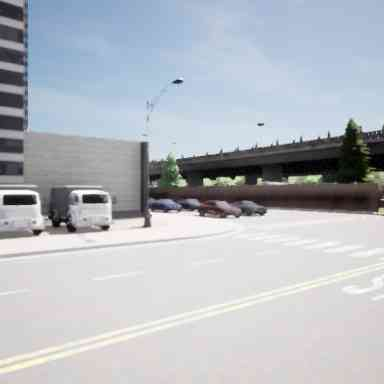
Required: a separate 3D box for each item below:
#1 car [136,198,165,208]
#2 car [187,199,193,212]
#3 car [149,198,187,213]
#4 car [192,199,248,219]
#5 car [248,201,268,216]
[{"bbox_3d":[-5.882,1.536,46.631,1.895,1.301,4.718,0,0,-35],"label":"car"},{"bbox_3d":[-0.308,1.482,38.825,2.033,1.411,5.357,0,0,-35],"label":"car"},{"bbox_3d":[-2.884,1.462,36.415,1.812,1.442,4.674,0,0,-36],"label":"car"},{"bbox_3d":[2.332,1.462,29.109,1.812,1.442,4.674,0,0,-36],"label":"car"},{"bbox_3d":[5.061,1.499,31.311,1.994,1.385,4.181,0,0,-36],"label":"car"}]
